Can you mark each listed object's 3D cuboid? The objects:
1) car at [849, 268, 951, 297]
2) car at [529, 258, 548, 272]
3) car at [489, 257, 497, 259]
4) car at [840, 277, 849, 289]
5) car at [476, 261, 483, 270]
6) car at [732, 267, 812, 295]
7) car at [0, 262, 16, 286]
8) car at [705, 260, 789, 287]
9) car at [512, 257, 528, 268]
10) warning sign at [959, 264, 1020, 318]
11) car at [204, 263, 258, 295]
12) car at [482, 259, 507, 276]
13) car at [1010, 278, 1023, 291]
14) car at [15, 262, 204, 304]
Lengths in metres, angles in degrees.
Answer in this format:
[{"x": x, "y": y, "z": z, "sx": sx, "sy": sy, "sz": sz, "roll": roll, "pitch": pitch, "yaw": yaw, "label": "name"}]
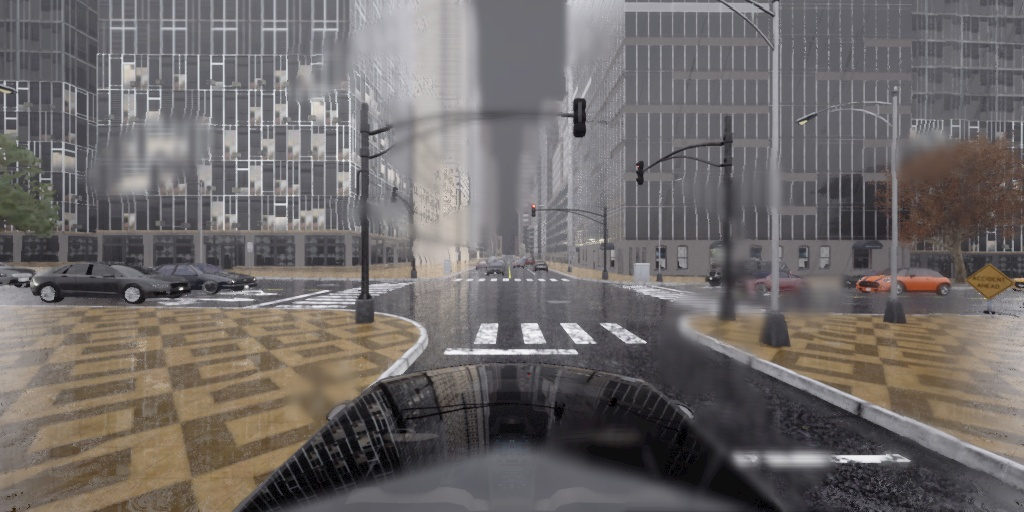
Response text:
[{"x": 24.784, "y": 1.574, "z": 22.790, "sx": 4.553, "sy": 1.767, "sz": 2.097, "roll": 1, "pitch": 0, "yaw": -3, "label": "car"}, {"x": 3.670, "y": 1.328, "z": 46.659, "sx": 1.948, "sy": 1.339, "sz": 4.313, "roll": 0, "pitch": 0, "yaw": -1, "label": "car"}, {"x": -1.805, "y": 1.267, "z": 48.237, "sx": 1.837, "sy": 1.490, "sz": 4.892, "roll": 0, "pitch": 0, "yaw": -1, "label": "car"}, {"x": 26.530, "y": 1.816, "z": 26.137, "sx": 4.181, "sy": 1.385, "sz": 1.994, "roll": 1, "pitch": 0, "yaw": -3, "label": "car"}, {"x": -4.315, "y": 1.342, "z": 52.105, "sx": 1.802, "sy": 1.307, "sz": 4.207, "roll": 0, "pitch": 0, "yaw": -1, "label": "car"}, {"x": 16.090, "y": 1.630, "z": 22.339, "sx": 4.181, "sy": 1.385, "sz": 1.994, "roll": 1, "pitch": 0, "yaw": -3, "label": "car"}, {"x": -25.372, "y": 0.802, "z": 16.723, "sx": 4.902, "sy": 1.511, "sz": 2.128, "roll": 1, "pitch": 0, "yaw": -3, "label": "car"}, {"x": 16.903, "y": 1.302, "z": 25.635, "sx": 5.566, "sy": 2.045, "sz": 2.150, "roll": 1, "pitch": 0, "yaw": -3, "label": "car"}, {"x": 1.021, "y": 1.303, "z": 59.330, "sx": 2.033, "sy": 1.411, "sz": 5.357, "roll": 0, "pitch": 0, "yaw": -1, "label": "car"}, {"x": 17.214, "y": 1.204, "z": 12.935, "sx": 1.060, "sy": 1.860, "sz": 1.300, "roll": 0, "pitch": 0, "yaw": -3, "label": "warning sign"}, {"x": -15.438, "y": 1.040, "z": 17.272, "sx": 5.357, "sy": 1.411, "sz": 2.033, "roll": 1, "pitch": 0, "yaw": 0, "label": "car"}, {"x": -1.710, "y": 1.314, "z": 38.449, "sx": 2.033, "sy": 1.411, "sz": 5.357, "roll": 0, "pitch": 0, "yaw": -1, "label": "car"}, {"x": 40.444, "y": 1.980, "z": 26.846, "sx": 5.008, "sy": 1.535, "sz": 1.882, "roll": 1, "pitch": 0, "yaw": -3, "label": "car"}, {"x": -15.426, "y": 0.998, "z": 13.984, "sx": 4.892, "sy": 1.490, "sz": 1.837, "roll": 1, "pitch": 0, "yaw": -3, "label": "car"}]
